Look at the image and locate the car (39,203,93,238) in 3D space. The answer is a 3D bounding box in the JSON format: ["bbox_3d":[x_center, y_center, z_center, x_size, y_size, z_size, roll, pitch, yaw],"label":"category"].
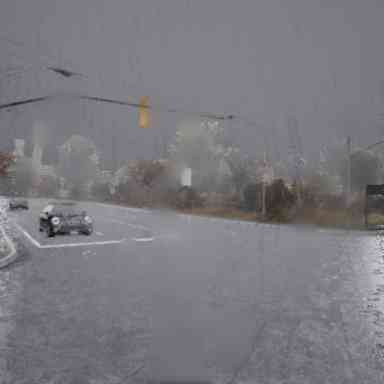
[{"bbox_3d":[-6.935,1.402,18.128,2.097,1.767,4.553,1,-1,-32],"label":"car"}]

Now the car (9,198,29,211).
[{"bbox_3d":[-20.979,1.493,40.269,2.033,1.411,5.357,1,0,-32],"label":"car"}]
